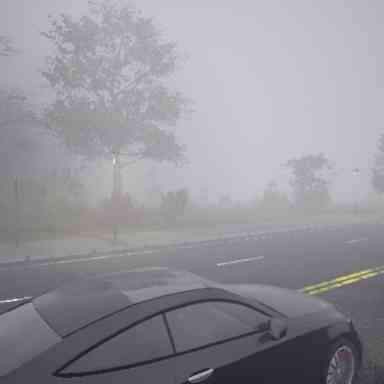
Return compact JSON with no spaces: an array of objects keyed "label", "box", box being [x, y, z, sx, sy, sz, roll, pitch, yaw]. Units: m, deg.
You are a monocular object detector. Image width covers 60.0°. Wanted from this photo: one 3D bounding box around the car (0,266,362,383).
[{"label":"car","box":[-0.217,1.520,3.309,4.674,1.442,1.812,0,0,-36]}]
